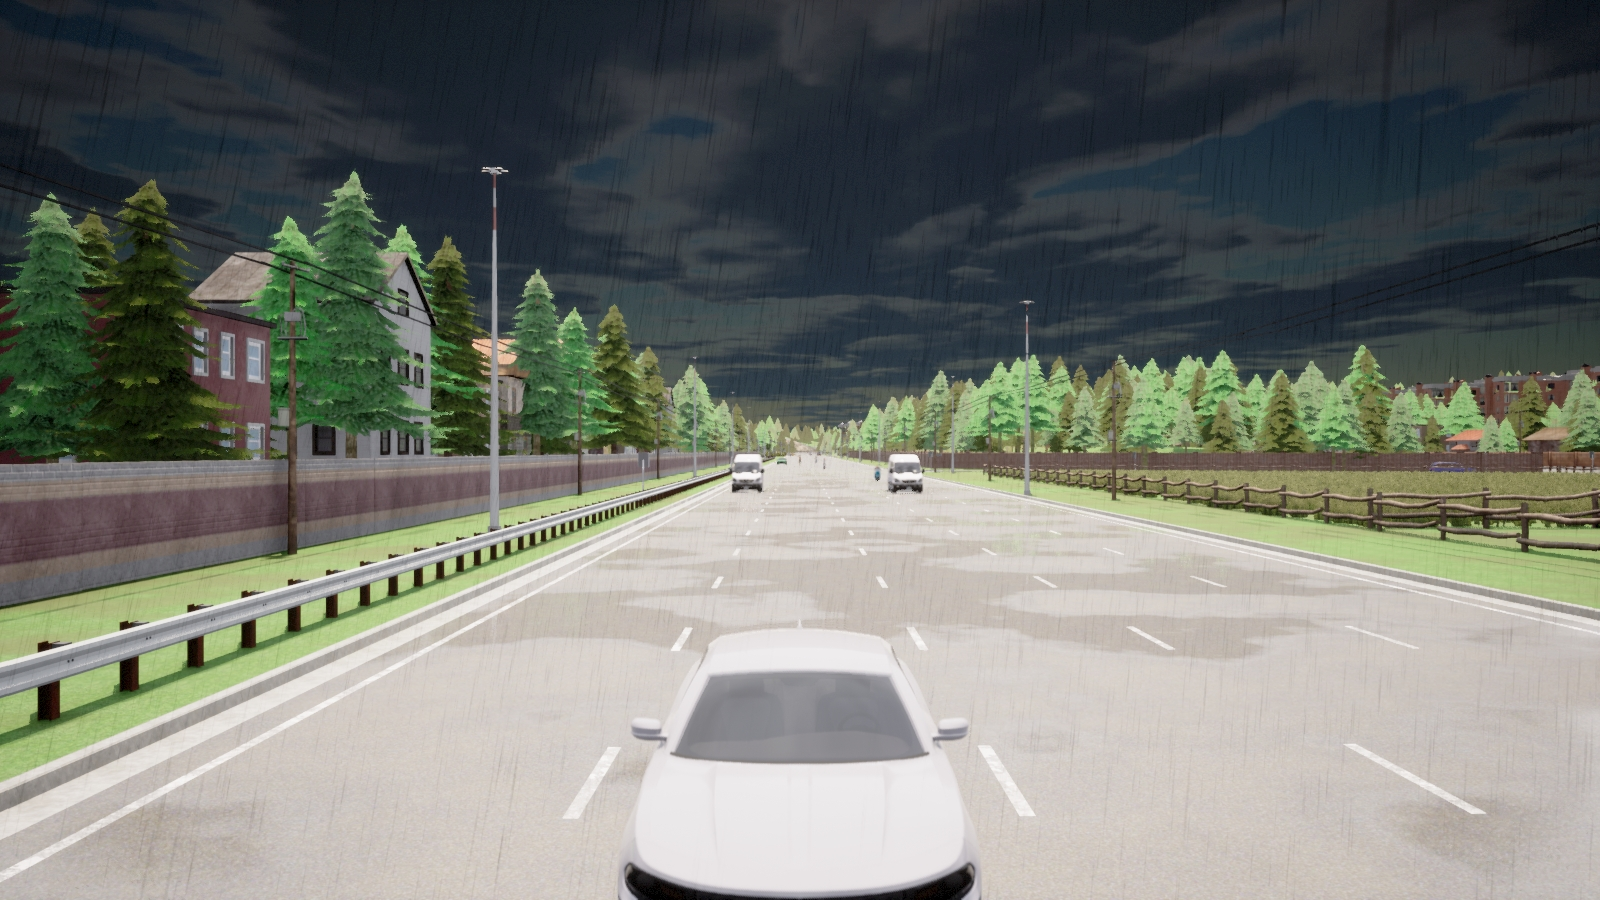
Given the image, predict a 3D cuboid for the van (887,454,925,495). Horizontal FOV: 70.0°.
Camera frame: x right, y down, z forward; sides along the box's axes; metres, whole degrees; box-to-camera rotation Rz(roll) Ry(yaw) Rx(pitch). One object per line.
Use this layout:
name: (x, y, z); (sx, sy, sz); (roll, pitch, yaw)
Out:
van: (6.985, 1.583, 76.155); (1.988, 2.561, 5.915); (0, 0, 0)

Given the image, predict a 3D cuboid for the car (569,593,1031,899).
car: (-0.002, 2.040, 7.685); (2.097, 1.535, 5.006); (0, 0, 0)

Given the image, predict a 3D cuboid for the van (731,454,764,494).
van: (-3.513, 1.584, 77.189); (1.988, 2.561, 5.915); (0, 0, 0)
